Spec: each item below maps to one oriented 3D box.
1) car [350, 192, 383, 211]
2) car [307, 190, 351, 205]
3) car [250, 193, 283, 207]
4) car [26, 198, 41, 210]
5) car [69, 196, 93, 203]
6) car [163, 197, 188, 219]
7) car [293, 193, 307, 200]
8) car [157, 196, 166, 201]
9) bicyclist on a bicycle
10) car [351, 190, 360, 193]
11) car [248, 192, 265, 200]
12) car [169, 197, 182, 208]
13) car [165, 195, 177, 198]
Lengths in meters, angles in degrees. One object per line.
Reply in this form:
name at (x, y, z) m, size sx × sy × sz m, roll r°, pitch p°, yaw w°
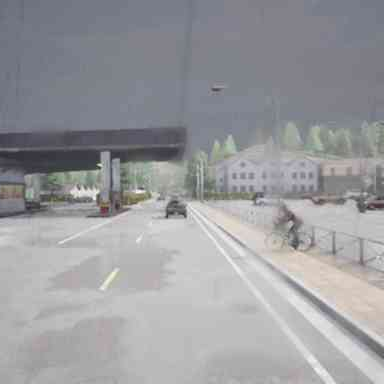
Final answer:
car at (18.841, 1.061, 33.286) m, size 4.514 × 1.523 × 2.007 m, roll -1°, pitch 0°, yaw -4°
car at (18.813, 0.858, 45.763) m, size 4.605 × 1.855 × 1.932 m, roll -1°, pitch 0°, yaw -4°
car at (10.355, 1.224, 45.224) m, size 3.806 × 1.475 × 1.970 m, roll -1°, pitch 0°, yaw -4°
car at (-23.201, 1.751, 47.117) m, size 2.242 × 1.667 × 4.611 m, roll -1°, pitch 0°, yaw -4°
car at (-23.115, 1.598, 69.328) m, size 4.902 × 1.511 × 2.128 m, roll -1°, pitch 0°, yaw -3°
car at (-1.430, 1.515, 29.906) m, size 1.837 × 1.490 × 4.892 m, roll -1°, pitch 0°, yaw -3°
car at (24.468, 0.972, 72.014) m, size 5.008 × 1.535 × 1.882 m, roll -1°, pitch 0°, yaw -3°
car at (-8.114, 1.630, 87.805) m, size 1.994 × 1.385 × 4.181 m, roll -1°, pitch 0°, yaw -3°
bicyclist on a bicycle at (3.294, 1.258, 11.359) m, size 1.656 × 1.620 × 0.582 m, roll 0°, pitch 0°, yaw -3°
car at (28.399, 0.941, 53.283) m, size 4.514 × 1.523 × 2.007 m, roll -1°, pitch 0°, yaw -4°
car at (10.765, 0.935, 48.579) m, size 3.866 × 1.878 × 1.905 m, roll -1°, pitch 0°, yaw -4°
car at (-2.503, 1.523, 50.018) m, size 1.837 × 1.490 × 4.892 m, roll -1°, pitch 0°, yaw -3°
car at (-1.970, 1.492, 40.054) m, size 1.882 × 1.535 × 5.008 m, roll -1°, pitch 0°, yaw -3°
